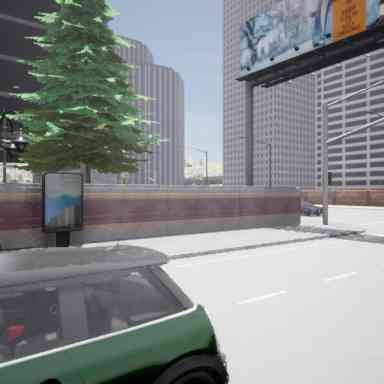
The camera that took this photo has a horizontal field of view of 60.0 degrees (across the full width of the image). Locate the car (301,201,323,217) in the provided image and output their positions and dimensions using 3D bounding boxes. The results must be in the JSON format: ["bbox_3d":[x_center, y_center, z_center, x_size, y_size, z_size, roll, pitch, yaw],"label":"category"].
[{"bbox_3d":[10.475,1.564,31.923,1.994,1.385,4.181,0,0,-35],"label":"car"}]

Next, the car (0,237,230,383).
[{"bbox_3d":[-1.924,1.352,2.622,4.553,1.767,2.097,0,0,-35],"label":"car"}]
